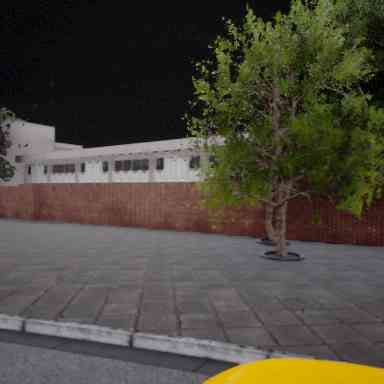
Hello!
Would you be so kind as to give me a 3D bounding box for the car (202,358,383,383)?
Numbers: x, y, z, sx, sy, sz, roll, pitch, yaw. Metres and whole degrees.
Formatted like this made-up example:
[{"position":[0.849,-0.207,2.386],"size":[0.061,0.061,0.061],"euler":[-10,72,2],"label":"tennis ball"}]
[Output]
[{"position":[2.072,1.478,1.094],"size":[5.008,1.535,1.882],"euler":[0,0,24],"label":"car"}]
